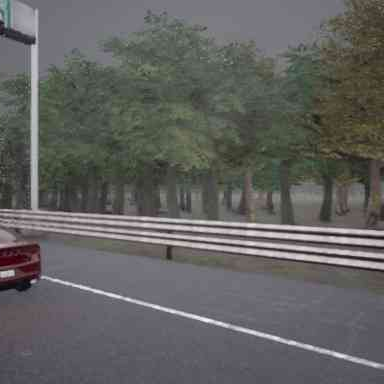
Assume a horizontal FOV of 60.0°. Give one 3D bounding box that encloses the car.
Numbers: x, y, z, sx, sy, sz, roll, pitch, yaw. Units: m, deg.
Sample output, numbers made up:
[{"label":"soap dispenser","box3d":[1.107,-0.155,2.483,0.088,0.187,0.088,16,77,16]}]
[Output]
[{"label":"car","box3d":[-5.557,1.423,7.829,5.008,1.535,1.882,0,0,35]}]
